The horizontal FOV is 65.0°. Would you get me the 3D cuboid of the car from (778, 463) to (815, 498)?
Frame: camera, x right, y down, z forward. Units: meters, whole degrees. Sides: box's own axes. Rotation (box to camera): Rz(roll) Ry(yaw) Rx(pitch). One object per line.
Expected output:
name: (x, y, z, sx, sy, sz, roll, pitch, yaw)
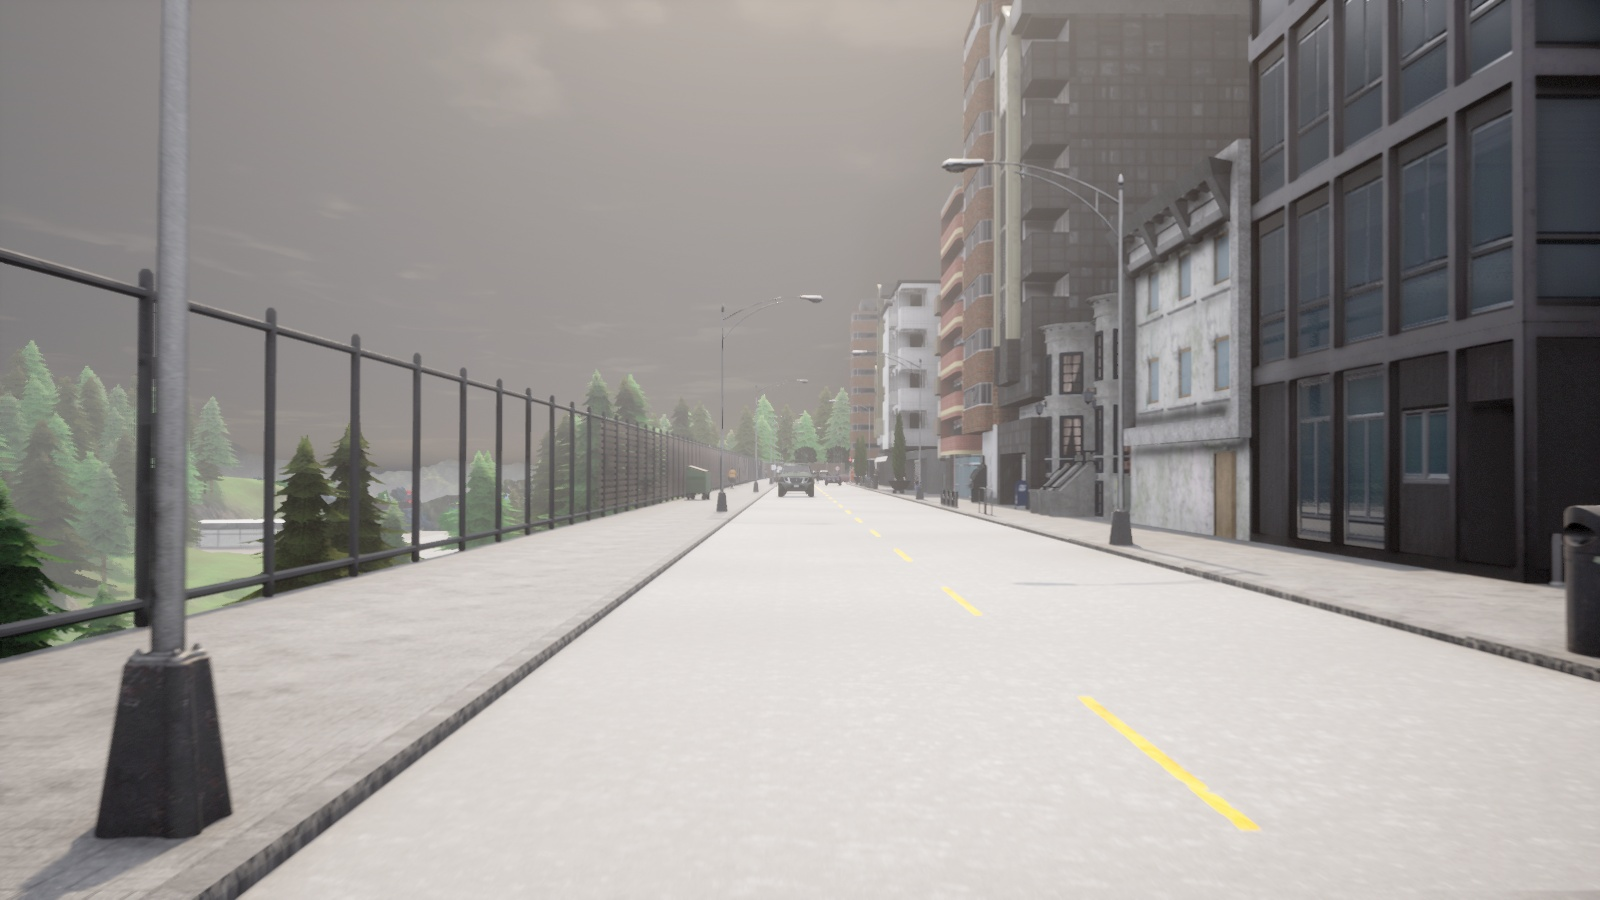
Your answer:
car: (-0.215, 1.816, 76.530, 2.150, 2.045, 5.566, 0, -1, 0)
